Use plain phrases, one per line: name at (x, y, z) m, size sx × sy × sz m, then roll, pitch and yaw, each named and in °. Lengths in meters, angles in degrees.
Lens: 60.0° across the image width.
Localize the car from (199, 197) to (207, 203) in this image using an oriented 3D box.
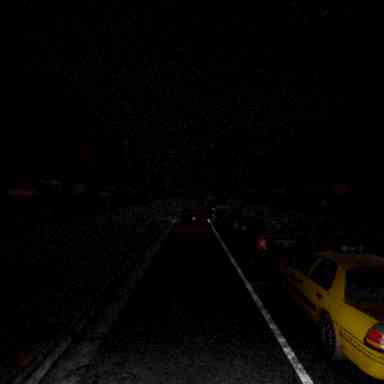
car at (2.738, 1.999, 83.406) m, size 1.752 × 1.417 × 4.829 m, roll 0°, pitch 0°, yaw 0°

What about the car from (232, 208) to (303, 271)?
car at (2.652, 1.517, 11.140) m, size 1.967 × 1.590 × 4.097 m, roll 0°, pitch 0°, yaw 0°

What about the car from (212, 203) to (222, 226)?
car at (2.666, 1.695, 22.234) m, size 2.008 × 1.369 × 4.403 m, roll 0°, pitch 0°, yaw 0°

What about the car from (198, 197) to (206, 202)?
car at (2.744, 2.062, 88.780) m, size 2.008 × 1.369 × 4.403 m, roll 0°, pitch 0°, yaw 0°

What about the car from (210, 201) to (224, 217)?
car at (2.672, 1.724, 27.779) m, size 2.008 × 1.369 × 4.403 m, roll 0°, pitch 0°, yaw 0°

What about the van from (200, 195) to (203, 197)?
van at (2.706, 1.662, 55.508) m, size 1.690 × 1.788 × 3.998 m, roll 0°, pitch 0°, yaw 0°

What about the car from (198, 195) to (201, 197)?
car at (2.712, 1.665, 61.055) m, size 2.192 × 1.841 × 5.009 m, roll 0°, pitch 0°, yaw 0°

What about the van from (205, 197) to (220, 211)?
van at (2.692, 1.603, 44.417) m, size 1.690 × 1.788 × 3.998 m, roll 0°, pitch 0°, yaw 0°

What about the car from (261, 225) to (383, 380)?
car at (2.645, 1.566, 5.764) m, size 1.752 × 1.417 × 4.829 m, roll 0°, pitch 0°, yaw 0°

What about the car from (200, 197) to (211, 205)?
car at (2.719, 1.820, 66.600) m, size 1.967 × 1.590 × 4.097 m, roll 0°, pitch 0°, yaw 0°

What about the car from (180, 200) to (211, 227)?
car at (0.130, 1.633, 24.404) m, size 1.882 × 1.535 × 5.008 m, roll 0°, pitch 0°, yaw 0°

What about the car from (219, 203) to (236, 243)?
car at (2.659, 1.551, 16.687) m, size 1.967 × 1.590 × 4.097 m, roll 0°, pitch 0°, yaw 0°

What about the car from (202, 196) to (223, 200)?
car at (2.686, 1.547, 38.872) m, size 2.192 × 1.841 × 5.009 m, roll 0°, pitch 0°, yaw 0°

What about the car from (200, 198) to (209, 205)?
car at (2.725, 1.954, 72.145) m, size 1.887 × 1.381 × 4.507 m, roll 0°, pitch 0°, yaw 0°

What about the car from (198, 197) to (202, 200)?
car at (0.150, 1.725, 41.837) m, size 1.882 × 1.535 × 5.008 m, roll 0°, pitch 0°, yaw 0°

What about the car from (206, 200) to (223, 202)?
car at (2.679, 1.769, 33.325) m, size 1.947 × 1.339 × 4.313 m, roll 0°, pitch 0°, yaw 0°
